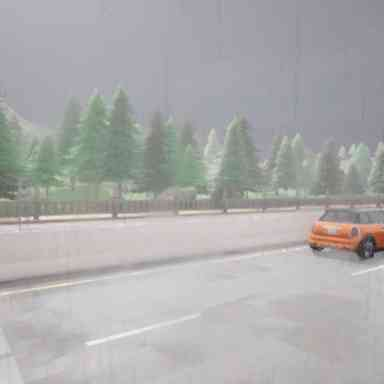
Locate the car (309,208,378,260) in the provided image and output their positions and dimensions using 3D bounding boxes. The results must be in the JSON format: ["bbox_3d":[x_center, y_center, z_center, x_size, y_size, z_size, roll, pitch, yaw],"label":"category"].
[{"bbox_3d":[6.617,1.397,12.837,4.553,1.767,2.097,0,0,-35],"label":"car"}]

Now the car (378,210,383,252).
[{"bbox_3d":[7.814,1.266,9.403,5.566,2.045,2.150,0,0,-35],"label":"car"}]
